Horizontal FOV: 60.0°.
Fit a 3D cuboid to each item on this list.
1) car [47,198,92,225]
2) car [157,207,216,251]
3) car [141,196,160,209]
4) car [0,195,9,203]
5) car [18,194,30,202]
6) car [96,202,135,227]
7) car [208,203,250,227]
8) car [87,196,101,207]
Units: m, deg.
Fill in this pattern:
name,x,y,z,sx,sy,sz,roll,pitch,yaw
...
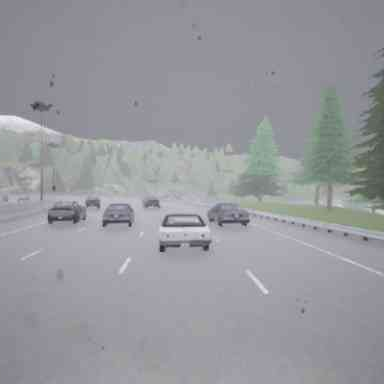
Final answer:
name,x,y,z,sx,sy,sz,roll,pitch,yaw
car,-8.529,1.388,22.990,2.128,1.511,4.902,0,0,-9
car,-0.416,1.532,13.682,1.895,1.301,4.718,0,0,-5
car,-5.257,1.301,41.885,1.837,1.490,4.892,1,0,-16
car,-35.130,1.226,61.808,2.128,1.511,4.902,0,0,-25
car,-31.359,1.166,62.065,1.812,1.442,4.674,0,0,-25
car,-4.805,1.443,21.994,2.033,1.411,5.357,0,0,-8
car,2.257,1.433,21.931,2.033,1.411,5.357,0,0,-8
car,-12.529,1.311,41.937,1.837,1.490,4.892,1,0,-16
